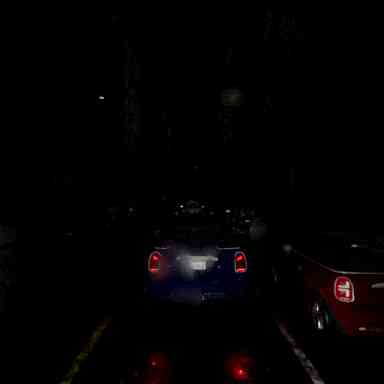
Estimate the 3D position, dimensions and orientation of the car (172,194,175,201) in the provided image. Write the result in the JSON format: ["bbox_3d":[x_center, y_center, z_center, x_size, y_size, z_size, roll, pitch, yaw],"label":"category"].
[{"bbox_3d":[-5.563,1.616,76.518,2.008,1.369,4.403,0,0,0],"label":"car"}]

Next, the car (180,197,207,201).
[{"bbox_3d":[0.019,1.459,27.459,1.801,1.575,5.366,0,0,0],"label":"car"}]

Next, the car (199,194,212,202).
[{"bbox_3d":[2.934,1.484,65.682,1.967,1.590,4.097,0,0,0],"label":"car"}]

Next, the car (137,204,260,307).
[{"bbox_3d":[0.105,1.352,8.157,2.097,1.767,4.553,0,0,0],"label":"car"}]

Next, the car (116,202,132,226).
[{"bbox_3d":[-5.656,1.584,23.097,1.802,1.307,4.206,0,0,0],"label":"car"}]

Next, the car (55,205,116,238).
[{"bbox_3d":[-5.659,1.567,17.595,1.947,1.339,4.313,0,0,0],"label":"car"}]

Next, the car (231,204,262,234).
[{"bbox_3d":[2.866,1.552,17.589,2.008,1.369,4.403,0,0,0],"label":"car"}]

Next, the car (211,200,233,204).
[{"bbox_3d":[2.874,1.569,28.592,1.947,1.339,4.313,0,0,0],"label":"car"}]

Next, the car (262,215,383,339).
[{"bbox_3d":[2.858,1.440,6.586,1.967,1.590,4.097,0,0,0],"label":"car"}]

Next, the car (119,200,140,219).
[{"bbox_3d":[-5.652,1.443,28.598,1.967,1.590,4.097,0,0,0],"label":"car"}]

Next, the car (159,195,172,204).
[{"bbox_3d":[-5.591,1.625,65.701,1.802,1.307,4.206,0,0,0],"label":"car"}]

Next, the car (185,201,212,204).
[{"bbox_3d":[0.108,1.479,17.437,1.882,1.535,5.008,0,0,0],"label":"car"}]

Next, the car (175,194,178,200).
[{"bbox_3d":[-5.523,1.637,92.573,1.752,1.417,4.829,0,0,0],"label":"car"}]
